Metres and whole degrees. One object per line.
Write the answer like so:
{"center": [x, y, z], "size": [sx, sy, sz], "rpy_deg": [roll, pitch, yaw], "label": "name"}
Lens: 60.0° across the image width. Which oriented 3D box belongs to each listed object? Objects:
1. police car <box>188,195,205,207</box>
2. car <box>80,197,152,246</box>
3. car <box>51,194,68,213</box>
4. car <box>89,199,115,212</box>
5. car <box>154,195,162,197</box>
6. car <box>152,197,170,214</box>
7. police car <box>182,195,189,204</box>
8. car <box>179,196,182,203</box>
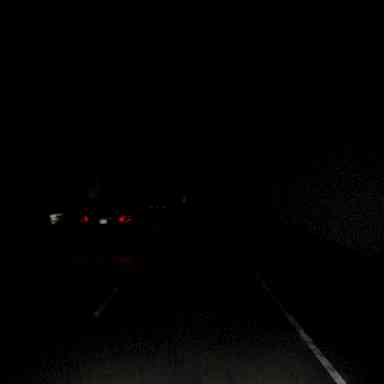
{"center": [0.923, 1.450, 51.747], "size": [1.930, 1.638, 5.238], "rpy_deg": [0, 0, -3], "label": "police car"}
{"center": [-3.405, 1.229, 15.458], "size": [2.150, 2.045, 5.566], "rpy_deg": [0, 0, 0], "label": "car"}
{"center": [-14.109, 1.239, 38.248], "size": [2.150, 2.045, 5.566], "rpy_deg": [0, 0, 0], "label": "car"}
{"center": [-10.626, 1.583, 39.699], "size": [1.994, 1.385, 4.181], "rpy_deg": [0, 0, 0], "label": "car"}
{"center": [-9.159, 1.502, 87.919], "size": [1.895, 1.301, 4.718], "rpy_deg": [0, 0, -26], "label": "car"}
{"center": [-3.411, 1.564, 35.485], "size": [2.033, 1.411, 5.357], "rpy_deg": [0, 0, 0], "label": "car"}
{"center": [-0.190, 1.454, 62.384], "size": [1.930, 1.638, 5.238], "rpy_deg": [0, 0, -9], "label": "police car"}
{"center": [-1.392, 1.383, 68.548], "size": [2.097, 1.767, 4.553], "rpy_deg": [0, 0, -13], "label": "car"}
